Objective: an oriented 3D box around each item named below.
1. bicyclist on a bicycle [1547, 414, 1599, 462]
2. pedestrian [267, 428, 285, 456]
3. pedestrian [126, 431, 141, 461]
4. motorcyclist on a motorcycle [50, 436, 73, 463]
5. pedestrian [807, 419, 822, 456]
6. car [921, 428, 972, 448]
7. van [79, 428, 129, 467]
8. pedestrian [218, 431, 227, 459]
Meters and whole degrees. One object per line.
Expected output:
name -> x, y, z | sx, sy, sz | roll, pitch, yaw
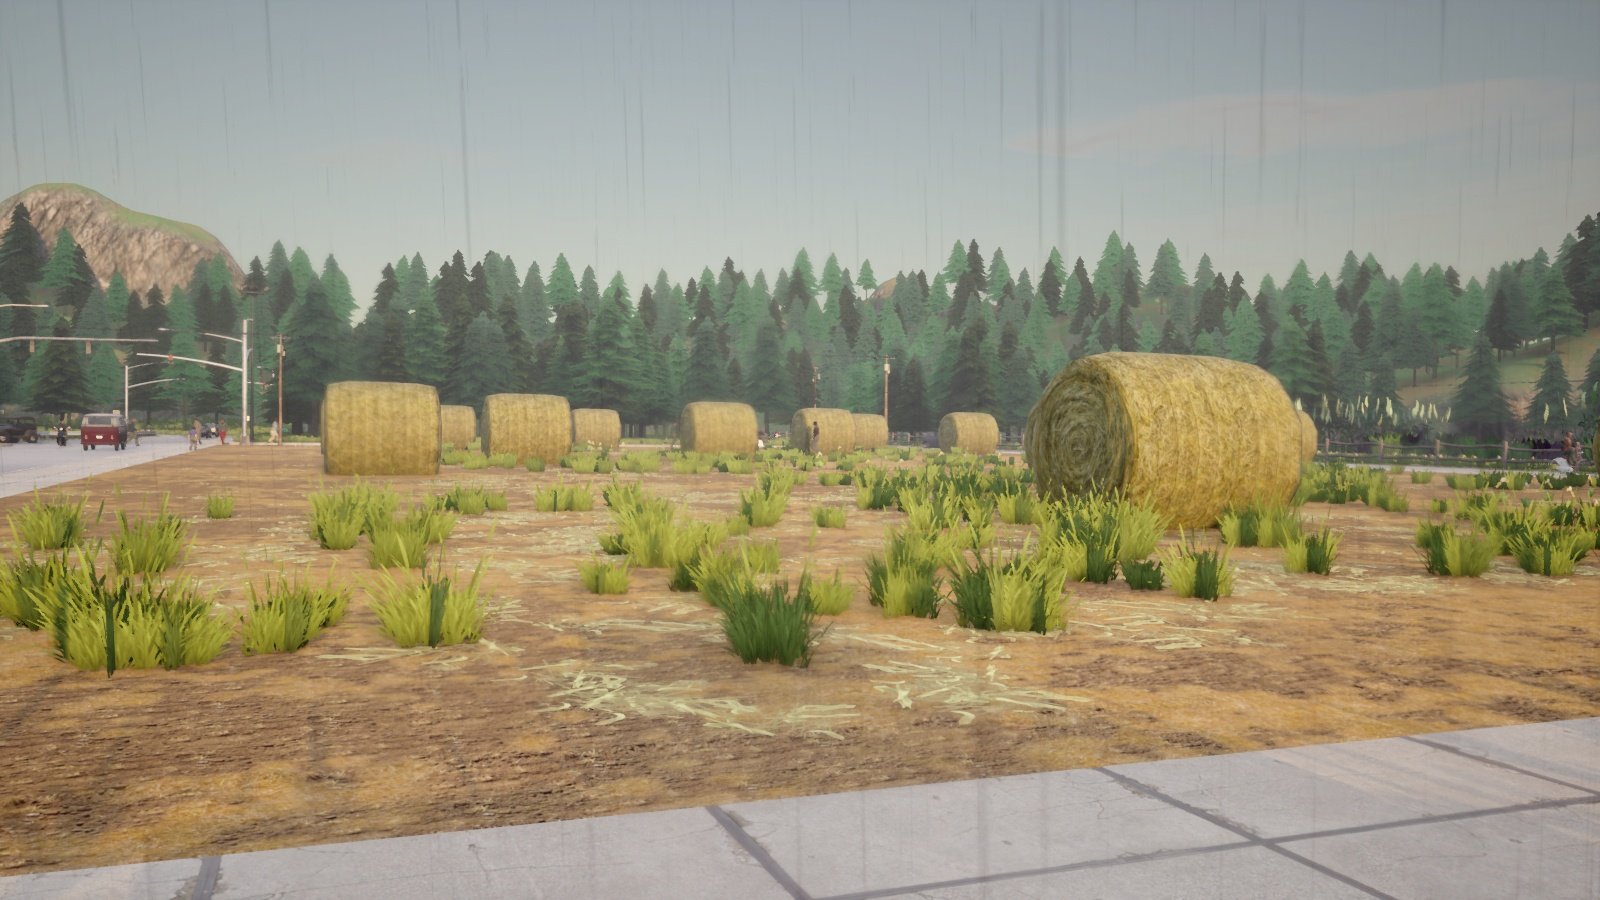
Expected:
bicyclist on a bicycle -> 29.060, -0.446, 47.096 | 0.659, 1.776, 1.843 | -1, 1, -18
pedestrian -> -34.513, -0.529, 82.709 | 0.900, 1.855, 0.874 | -1, 1, -14
pedestrian -> -40.757, -0.236, 76.802 | 0.726, 1.842, 0.402 | -1, 1, -26
motorcyclist on a motorcycle -> -44.153, -0.020, 75.116 | 0.866, 1.590, 1.817 | -1, 1, -22
pedestrian -> 0.766, -0.656, 65.828 | 0.666, 1.930, 0.402 | 0, 1, 23
car -> 11.490, -0.943, 98.409 | 1.845, 1.501, 3.633 | -1, 1, -43
van -> -37.342, -0.173, 67.446 | 1.775, 1.987, 4.442 | -1, 1, -22
pedestrian -> -38.544, -0.363, 83.818 | 0.353, 1.847, 0.614 | -1, 1, -4
